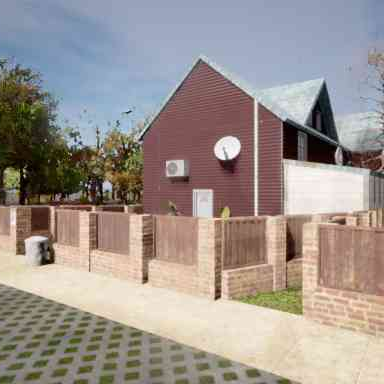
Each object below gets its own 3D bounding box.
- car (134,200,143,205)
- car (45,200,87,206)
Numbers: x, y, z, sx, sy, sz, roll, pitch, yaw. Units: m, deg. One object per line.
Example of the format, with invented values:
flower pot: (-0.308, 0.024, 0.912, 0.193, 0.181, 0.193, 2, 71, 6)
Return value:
car: (-5.528, 1.614, 43.600, 2.128, 1.511, 4.902, 0, 0, 36)
car: (-12.892, 1.559, 33.313, 1.882, 1.535, 5.008, 0, 0, 36)
